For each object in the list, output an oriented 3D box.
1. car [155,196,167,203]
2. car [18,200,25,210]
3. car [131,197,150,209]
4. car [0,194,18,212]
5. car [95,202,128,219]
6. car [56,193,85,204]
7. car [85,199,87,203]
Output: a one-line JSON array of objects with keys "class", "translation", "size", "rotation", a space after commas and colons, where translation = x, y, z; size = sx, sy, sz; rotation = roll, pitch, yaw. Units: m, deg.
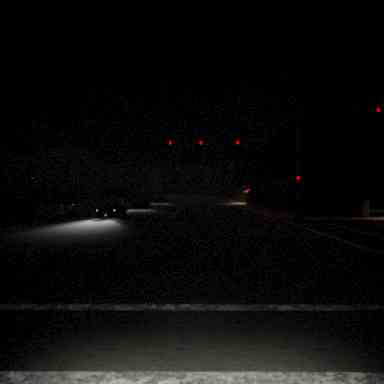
[{"class": "car", "translation": [-6.150, 1.443, 66.113], "size": [1.882, 1.535, 5.008], "rotation": [0, 0, 2]}, {"class": "car", "translation": [-21.266, 1.137, 37.789], "size": [3.866, 1.878, 1.905], "rotation": [0, 0, 0]}, {"class": "car", "translation": [-6.858, 1.455, 44.733], "size": [1.882, 1.535, 5.008], "rotation": [0, 1, 2]}, {"class": "car", "translation": [-21.333, 1.136, 34.895], "size": [4.605, 1.855, 1.932], "rotation": [0, 0, 0]}, {"class": "car", "translation": [-7.071, 1.586, 29.521], "size": [1.895, 1.301, 4.718], "rotation": [0, 0, 1]}, {"class": "car", "translation": [-21.220, 1.127, 57.413], "size": [3.866, 1.878, 1.905], "rotation": [0, 0, 0]}, {"class": "car", "translation": [-21.196, 1.365, 60.308], "size": [3.806, 1.475, 1.970], "rotation": [0, 0, 0]}]
